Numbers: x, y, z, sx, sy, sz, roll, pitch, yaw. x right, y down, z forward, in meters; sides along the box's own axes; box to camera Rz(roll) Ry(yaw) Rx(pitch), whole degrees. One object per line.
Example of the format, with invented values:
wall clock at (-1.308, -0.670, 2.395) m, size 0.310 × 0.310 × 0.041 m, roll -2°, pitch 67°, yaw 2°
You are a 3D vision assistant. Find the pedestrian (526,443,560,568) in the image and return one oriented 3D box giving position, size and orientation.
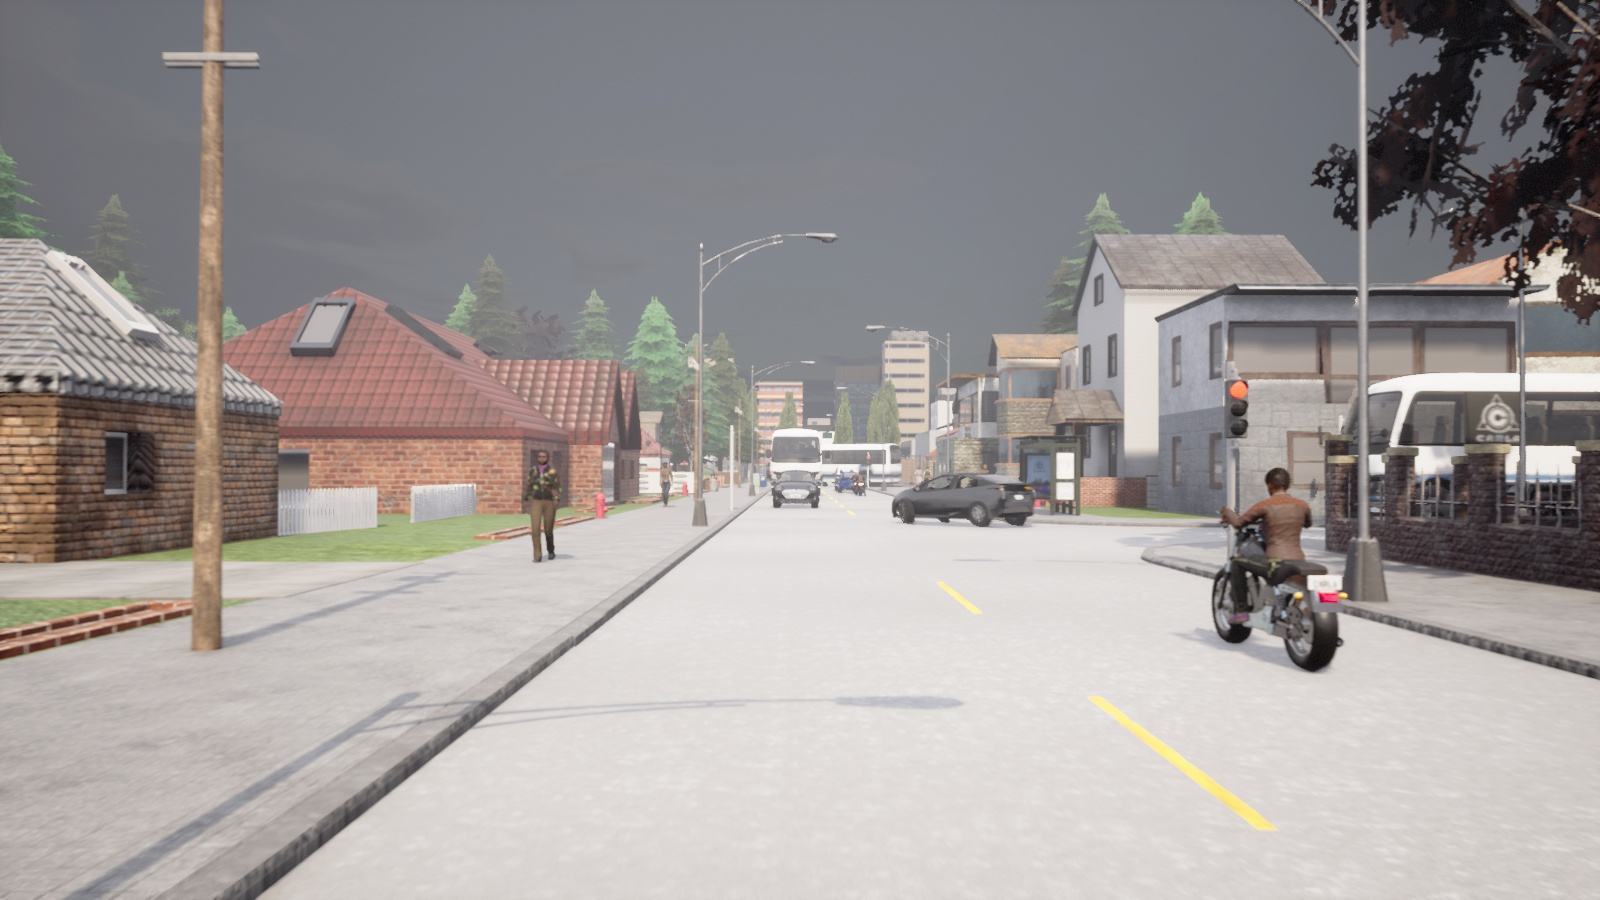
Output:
pedestrian at (-4.057, 0.868, 19.845) m, size 0.395 × 1.930 × 0.692 m, roll 0°, pitch -1°, yaw -1°

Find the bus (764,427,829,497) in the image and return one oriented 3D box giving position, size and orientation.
bus at (-0.237, 0.807, 81.680) m, size 3.944 × 4.253 × 10.273 m, roll 0°, pitch -1°, yaw 0°

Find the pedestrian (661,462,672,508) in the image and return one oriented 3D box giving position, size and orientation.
pedestrian at (-5.266, 1.374, 49.490) m, size 0.328 × 1.805 × 0.869 m, roll 0°, pitch -1°, yaw 0°

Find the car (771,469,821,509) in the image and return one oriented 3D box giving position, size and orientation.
car at (-0.143, 1.659, 54.577) m, size 2.033 × 1.649 × 4.856 m, roll 0°, pitch -1°, yaw 1°

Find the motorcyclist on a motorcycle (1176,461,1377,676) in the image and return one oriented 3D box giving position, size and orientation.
motorcyclist on a motorcycle at (4.014, 0.930, 10.827) m, size 0.766 × 1.649 × 2.350 m, roll 0°, pitch -1°, yaw -2°

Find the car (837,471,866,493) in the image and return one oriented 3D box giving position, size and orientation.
car at (3.742, 2.312, 91.645) m, size 1.882 × 1.535 × 5.008 m, roll 0°, pitch -1°, yaw 0°

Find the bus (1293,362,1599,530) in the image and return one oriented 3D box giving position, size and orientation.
bus at (19.225, -0.072, 33.852) m, size 10.273 × 4.253 × 3.944 m, roll 0°, pitch -1°, yaw 0°

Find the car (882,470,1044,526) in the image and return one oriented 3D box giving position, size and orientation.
car at (4.714, 1.360, 36.869) m, size 2.007 × 1.525 × 4.514 m, roll 0°, pitch -1°, yaw -40°

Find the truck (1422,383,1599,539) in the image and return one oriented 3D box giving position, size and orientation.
truck at (19.345, 0.252, 29.643) m, size 7.936 × 3.462 × 2.891 m, roll 0°, pitch -1°, yaw -4°
